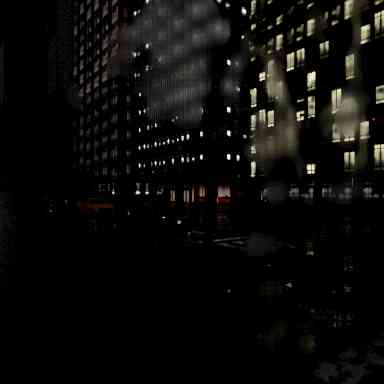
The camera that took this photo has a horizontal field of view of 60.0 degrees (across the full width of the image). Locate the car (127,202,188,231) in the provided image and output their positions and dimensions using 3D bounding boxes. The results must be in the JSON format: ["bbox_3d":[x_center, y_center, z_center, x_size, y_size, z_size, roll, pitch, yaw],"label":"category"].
[{"bbox_3d":[-2.148,1.344,19.821,2.128,1.511,4.902,0,0,-37],"label":"car"}]

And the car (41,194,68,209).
[{"bbox_3d":[-15.841,1.015,38.277,2.097,1.767,4.553,0,0,-36],"label":"car"}]

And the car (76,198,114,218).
[{"bbox_3d":[-8.214,1.248,27.986,1.882,1.535,5.008,0,0,-36],"label":"car"}]
